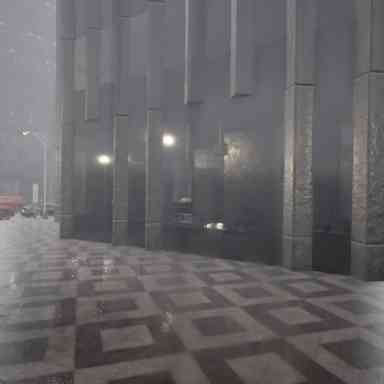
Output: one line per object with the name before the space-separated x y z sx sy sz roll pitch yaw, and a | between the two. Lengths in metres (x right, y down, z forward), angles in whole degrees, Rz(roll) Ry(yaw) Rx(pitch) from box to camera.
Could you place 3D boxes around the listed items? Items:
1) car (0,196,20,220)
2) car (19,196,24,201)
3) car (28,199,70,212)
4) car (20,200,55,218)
car | -17.090 1.457 26.718 2.192 1.841 5.009 1 0 35
car | -20.757 1.346 36.267 2.192 1.841 5.009 1 0 35
car | -17.488 1.626 40.865 1.947 1.339 4.313 1 0 35
car | -13.821 1.736 31.317 1.947 1.339 4.313 1 0 35
